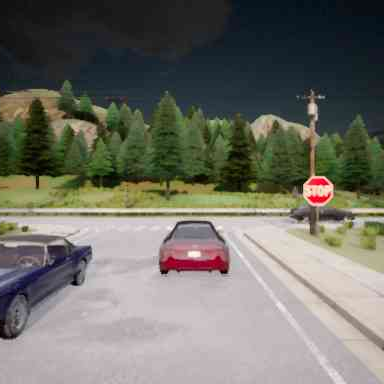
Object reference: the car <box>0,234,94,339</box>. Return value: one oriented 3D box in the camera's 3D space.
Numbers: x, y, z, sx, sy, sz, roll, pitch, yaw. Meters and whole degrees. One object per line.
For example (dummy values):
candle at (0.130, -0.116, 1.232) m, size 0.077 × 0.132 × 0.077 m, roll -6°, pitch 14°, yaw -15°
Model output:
car at (-3.583, 1.608, 6.715) m, size 1.895 × 1.301 × 4.718 m, roll 0°, pitch 0°, yaw 0°

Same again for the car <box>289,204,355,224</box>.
car at (9.605, 1.554, 24.611) m, size 4.674 × 1.442 × 1.812 m, roll 0°, pitch -1°, yaw -1°

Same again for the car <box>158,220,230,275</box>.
car at (0.069, 1.575, 10.561) m, size 1.994 × 1.385 × 4.181 m, roll 0°, pitch 0°, yaw 0°
